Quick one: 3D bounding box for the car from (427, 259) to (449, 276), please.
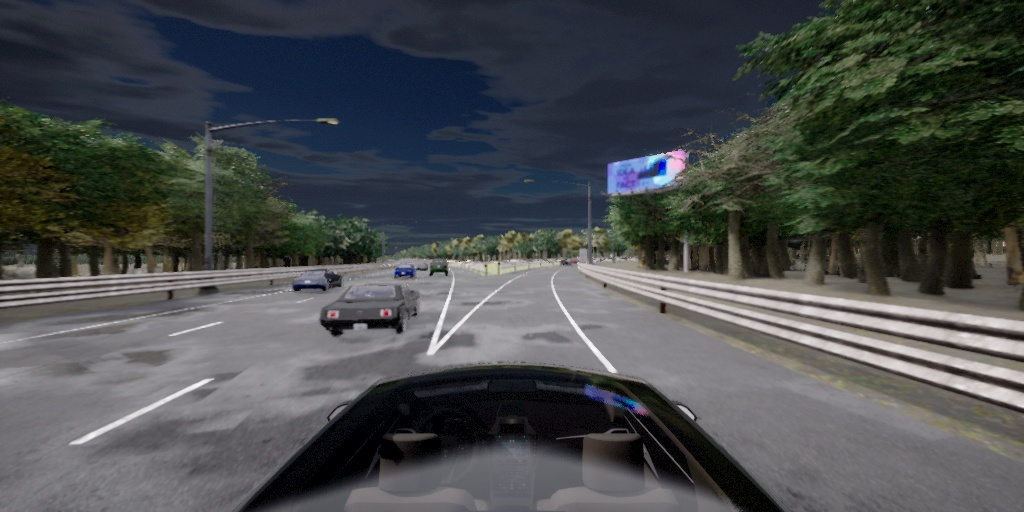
[{"bbox_3d":[-9.002,1.385,44.479,2.150,2.045,5.566,0,-1,-10],"label":"car"}]

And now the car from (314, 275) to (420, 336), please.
[{"bbox_3d":[-3.933,1.429,10.809,1.895,1.301,4.718,0,0,-8],"label":"car"}]

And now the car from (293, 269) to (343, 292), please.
[{"bbox_3d":[-12.720,1.563,23.788,1.994,1.385,4.181,0,0,-8],"label":"car"}]

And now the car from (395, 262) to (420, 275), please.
[{"bbox_3d":[-11.556,1.609,39.165,1.882,1.535,5.008,0,-1,-9],"label":"car"}]
